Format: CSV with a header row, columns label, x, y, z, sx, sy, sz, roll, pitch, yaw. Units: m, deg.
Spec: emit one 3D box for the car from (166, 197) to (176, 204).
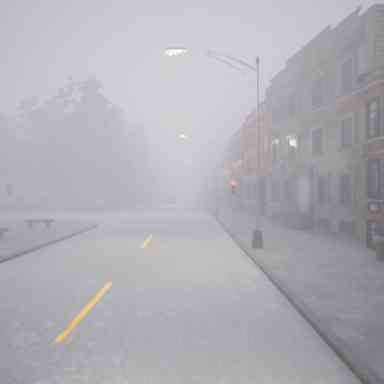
label,x,y,z,sx,sy,sz,roll,pitch,yaw
car,-4.126,1.657,65.786,1.895,1.301,4.718,0,-1,0
